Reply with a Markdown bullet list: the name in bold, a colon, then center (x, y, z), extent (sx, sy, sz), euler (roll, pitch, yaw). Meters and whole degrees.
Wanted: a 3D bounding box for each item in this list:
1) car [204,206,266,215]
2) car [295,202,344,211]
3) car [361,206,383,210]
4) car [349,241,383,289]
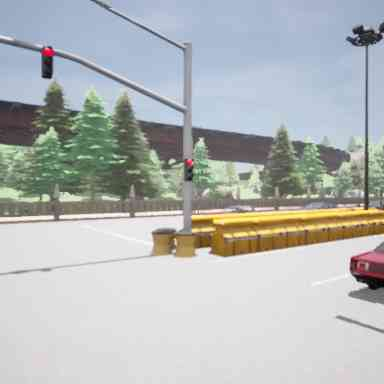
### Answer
- **car**: center (3.044, 1.634, 23.315), extent (4.718, 1.301, 1.895), euler (0, 0, -35)
- **car**: center (11.195, 1.601, 29.050), extent (5.357, 1.411, 2.033), euler (0, 0, -35)
- **car**: center (19.600, 1.601, 35.045), extent (4.674, 1.442, 1.812), euler (0, 0, -35)
- **car**: center (5.851, 1.620, 7.920), extent (4.718, 1.301, 1.895), euler (0, 0, -35)
